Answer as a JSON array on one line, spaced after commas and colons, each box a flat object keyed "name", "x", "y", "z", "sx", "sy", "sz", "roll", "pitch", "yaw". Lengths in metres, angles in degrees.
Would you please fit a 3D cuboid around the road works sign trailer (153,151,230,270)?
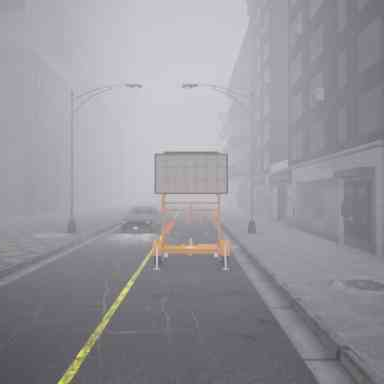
[{"name": "road works sign trailer", "x": -0.023, "y": 0.467, "z": 11.022, "sx": 2.380, "sy": 3.560, "sz": 2.880, "roll": 0, "pitch": 0, "yaw": 0}]

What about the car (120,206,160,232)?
[{"name": "car", "x": -3.040, "y": 1.556, "z": 20.629, "sx": 2.033, "sy": 1.411, "sz": 5.357, "roll": 0, "pitch": 0, "yaw": 0}]
